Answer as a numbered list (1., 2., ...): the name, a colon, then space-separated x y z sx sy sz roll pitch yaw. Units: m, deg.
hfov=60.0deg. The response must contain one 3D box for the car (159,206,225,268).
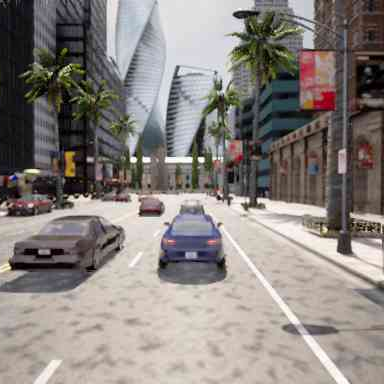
1. car: 0.032 1.405 10.722 1.812 1.442 4.674 0 1 1

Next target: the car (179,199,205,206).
1. car: 0.005 1.264 25.330 2.033 1.411 5.357 0 1 0

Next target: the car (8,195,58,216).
1. car: -13.664 1.034 28.361 2.185 1.767 4.553 0 1 -1

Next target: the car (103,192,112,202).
1. car: -14.019 0.834 57.733 2.231 1.521 4.892 0 1 -1

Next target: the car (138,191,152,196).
1. car: -7.439 0.759 52.990 2.097 1.767 4.553 0 1 0

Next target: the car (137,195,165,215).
1. car: -3.515 1.231 29.672 1.994 1.385 4.181 0 1 0

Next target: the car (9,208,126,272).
1. car: -3.472 1.430 10.364 2.033 1.411 5.357 0 1 0

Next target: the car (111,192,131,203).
1. car: -10.939 0.884 53.003 1.882 1.535 5.008 0 0 0
